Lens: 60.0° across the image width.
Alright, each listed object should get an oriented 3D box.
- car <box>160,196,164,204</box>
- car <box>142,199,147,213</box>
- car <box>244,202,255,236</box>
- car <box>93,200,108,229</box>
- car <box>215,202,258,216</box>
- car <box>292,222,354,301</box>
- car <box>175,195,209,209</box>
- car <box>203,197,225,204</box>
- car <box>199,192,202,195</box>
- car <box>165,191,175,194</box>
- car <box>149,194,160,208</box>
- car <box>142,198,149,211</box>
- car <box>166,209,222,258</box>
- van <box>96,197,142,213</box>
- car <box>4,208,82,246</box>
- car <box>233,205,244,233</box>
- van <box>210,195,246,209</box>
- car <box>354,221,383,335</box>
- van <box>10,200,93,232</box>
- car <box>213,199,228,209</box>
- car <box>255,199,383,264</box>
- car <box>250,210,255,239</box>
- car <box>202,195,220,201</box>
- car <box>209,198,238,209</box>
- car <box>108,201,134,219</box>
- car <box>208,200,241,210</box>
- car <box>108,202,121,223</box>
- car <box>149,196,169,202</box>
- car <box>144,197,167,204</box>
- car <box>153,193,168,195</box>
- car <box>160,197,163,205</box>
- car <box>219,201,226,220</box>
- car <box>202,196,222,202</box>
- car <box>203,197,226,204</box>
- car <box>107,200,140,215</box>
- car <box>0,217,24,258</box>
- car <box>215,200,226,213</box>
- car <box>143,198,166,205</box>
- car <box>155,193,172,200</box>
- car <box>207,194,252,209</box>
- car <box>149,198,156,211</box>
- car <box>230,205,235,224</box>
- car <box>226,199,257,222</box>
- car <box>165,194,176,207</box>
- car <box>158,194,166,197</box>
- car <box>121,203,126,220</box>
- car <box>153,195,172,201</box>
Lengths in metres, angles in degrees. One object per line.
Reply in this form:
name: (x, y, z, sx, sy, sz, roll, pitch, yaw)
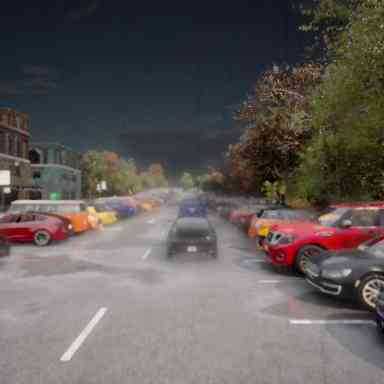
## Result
car: (-8.037, 2.033, 60.216, 5.008, 1.535, 2.097, 0, 0, 0)
car: (-8.028, 1.871, 37.938, 4.892, 1.521, 2.231, 0, -1, 0)
car: (5.011, 1.527, 15.693, 4.553, 1.767, 2.185, 0, -1, 0)
car: (-8.068, 1.584, 21.240, 4.553, 1.767, 2.185, 0, -1, 0)
car: (5.048, 1.911, 37.969, 4.674, 1.452, 2.002, 0, -1, 0)
car: (5.048, 1.565, 7.336, 4.892, 1.521, 2.231, 0, -1, 0)
car: (0.013, 1.518, 27.616, 2.150, 2.045, 5.566, 0, 0, 0)
car: (5.046, 1.880, 77.115, 5.008, 1.535, 2.097, 0, 1, 0)
car: (5.056, 1.432, 93.846, 4.674, 1.452, 2.002, 0, 2, 0)
car: (-7.999, 1.350, 88.074, 5.566, 2.045, 2.435, 0, 2, 0)
car: (-8.004, 1.719, 49.073, 5.566, 2.045, 2.435, 0, -1, 0)
car: (-8.065, 1.771, 40.847, 4.553, 1.767, 2.185, 0, -1, 0)
car: (0.020, 1.657, 13.505, 1.837, 1.490, 4.892, 0, 0, 0)
van: (-7.918, 1.618, 35.157, 4.442, 1.987, 1.878, 0, -1, 0)
car: (-8.066, 1.682, 15.671, 4.792, 1.488, 2.163, 0, -1, 0)
car: (5.038, 1.682, 18.476, 5.008, 1.535, 2.097, 0, -1, 0)
van: (4.930, 1.695, 43.541, 4.442, 1.987, 1.878, 0, -1, 0)
car: (5.073, 1.407, 4.552, 4.553, 1.767, 2.185, 0, -1, 0)
van: (-8.154, 1.456, 18.520, 4.442, 1.987, 1.878, 0, -1, 0)
car: (5.051, 1.844, 35.185, 5.008, 1.535, 2.097, 0, -1, 0)
car: (5.014, 1.342, 10.123, 5.566, 2.045, 2.435, 0, -1, 0)
car: (5.047, 1.623, 12.907, 5.008, 1.535, 2.097, 0, -1, 0)
car: (5.082, 1.532, 90.935, 4.792, 1.488, 2.163, 0, 2, 0)
car: (5.079, 1.892, 54.803, 4.553, 1.767, 2.185, 0, 0, 0)
car: (-8.041, 1.791, 29.588, 5.008, 1.535, 2.097, 0, -1, 0)
car: (5.042, 1.997, 52.017, 5.008, 1.535, 2.097, 0, 0, 0)
car: (-8.221, 1.734, 24.022, 5.366, 1.575, 1.946, 0, -1, 0)
car: (-8.057, 1.794, 82.517, 4.792, 1.488, 2.163, 0, 1, 0)
car: (-8.059, 1.959, 74.148, 4.792, 1.488, 2.163, 0, 1, 0)
car: (-8.060, 1.758, 76.933, 4.553, 1.767, 2.185, 0, 1, 0)
car: (-8.037, 2.029, 57.426, 5.008, 1.535, 2.097, 0, 0, 0)
car: (5.073, 1.822, 29.617, 4.792, 1.488, 2.163, 0, -1, 0)
car: (5.023, 1.790, 82.695, 4.792, 1.488, 2.163, 0, 2, 0)
car: (5.045, 1.930, 74.197, 4.892, 1.521, 2.231, 0, 1, 0)
car: (-8.030, 1.818, 32.371, 5.008, 1.535, 2.097, 0, -1, 0)
car: (-8.035, 1.633, 10.105, 4.674, 1.452, 2.002, 0, -1, 0)
car: (5.052, 1.819, 32.399, 4.892, 1.521, 2.231, 0, -1, 0)
car: (-8.001, 1.997, 71.361, 4.792, 1.488, 2.163, 0, 1, 0)
car: (-7.995, 1.274, 93.647, 4.553, 1.767, 2.185, 0, 2, 0)
car: (5.019, 1.695, 46.326, 5.566, 2.045, 2.435, 0, -1, 0)
car: (-7.848, 1.917, 43.504, 5.366, 1.575, 1.946, 0, -1, 0)
car: (5.046, 1.750, 21.260, 4.674, 1.452, 2.002, 0, -1, 0)
car: (5.013, 1.612, 24.046, 4.553, 1.767, 2.185, 0, -1, 0)
car: (-3.518, 1.895, 64.705, 2.097, 1.767, 4.553, 0, 0, 1)
car: (-7.999, 1.872, 68.572, 4.553, 1.767, 2.185, 0, 0, 0)
car: (-8.033, 1.805, 26.804, 4.674, 1.452, 2.002, 0, -1, 0)
car: (-8.032, 1.505, 90.874, 5.008, 1.535, 2.097, 0, 2, 0)
